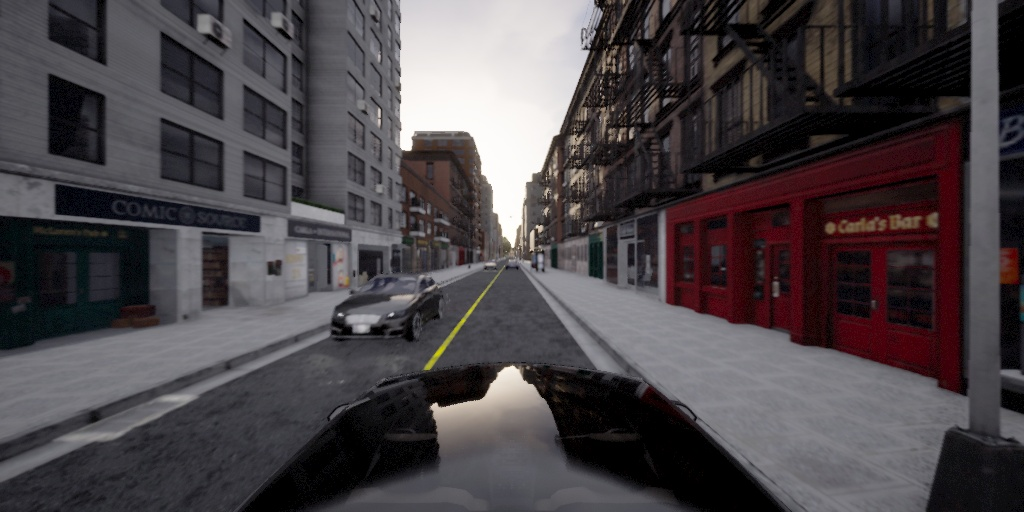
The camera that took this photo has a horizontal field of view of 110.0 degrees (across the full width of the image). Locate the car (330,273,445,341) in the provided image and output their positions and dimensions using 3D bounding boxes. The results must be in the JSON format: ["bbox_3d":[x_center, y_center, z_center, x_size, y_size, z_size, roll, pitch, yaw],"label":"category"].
[{"bbox_3d":[-3.101,1.234,9.841,2.128,1.511,4.902,0,0,0],"label":"car"}]

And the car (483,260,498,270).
[{"bbox_3d":[-3.060,1.314,52.175,2.033,1.411,5.357,0,0,1],"label":"car"}]

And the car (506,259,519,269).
[{"bbox_3d":[0.029,1.332,54.887,1.994,1.385,4.181,0,0,1],"label":"car"}]

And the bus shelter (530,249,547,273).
[{"bbox_3d":[3.134,0.634,42.098,1.920,2.740,3.880,0,0,0],"label":"bus shelter"}]
